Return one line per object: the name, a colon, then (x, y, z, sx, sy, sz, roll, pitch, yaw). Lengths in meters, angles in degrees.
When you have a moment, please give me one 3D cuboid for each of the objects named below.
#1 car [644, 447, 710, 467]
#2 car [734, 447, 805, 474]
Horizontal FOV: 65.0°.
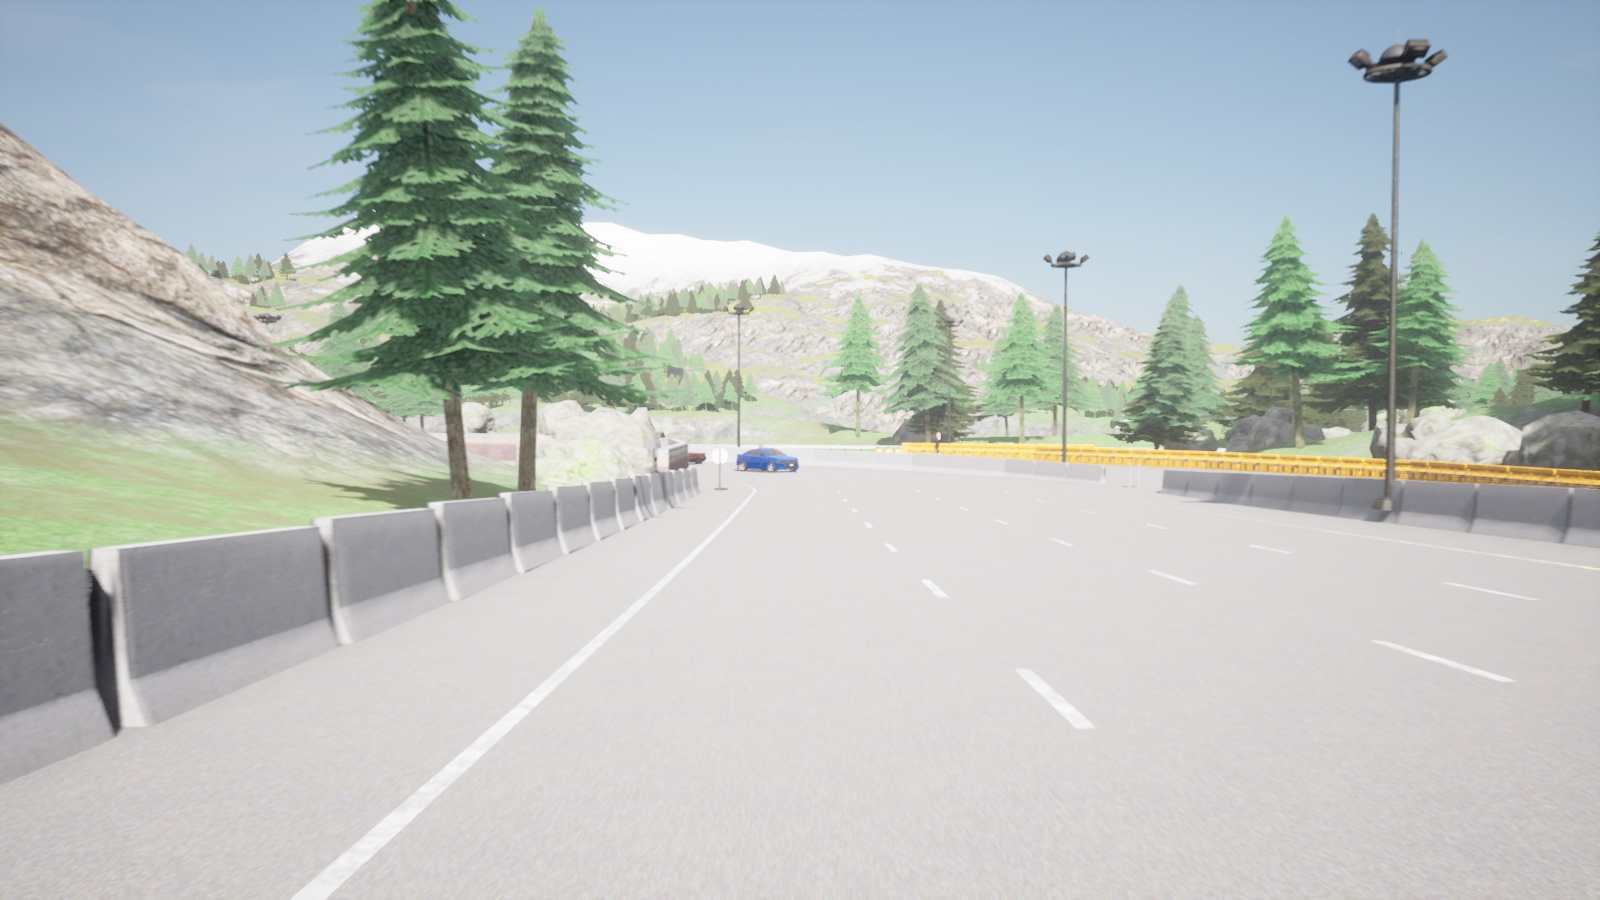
car: (-8.949, 0.475, 91.251, 4.718, 1.301, 1.895, 1, 2, 36)
car: (-1.964, 0.637, 79.191, 1.882, 1.535, 5.008, -1, 1, -38)
